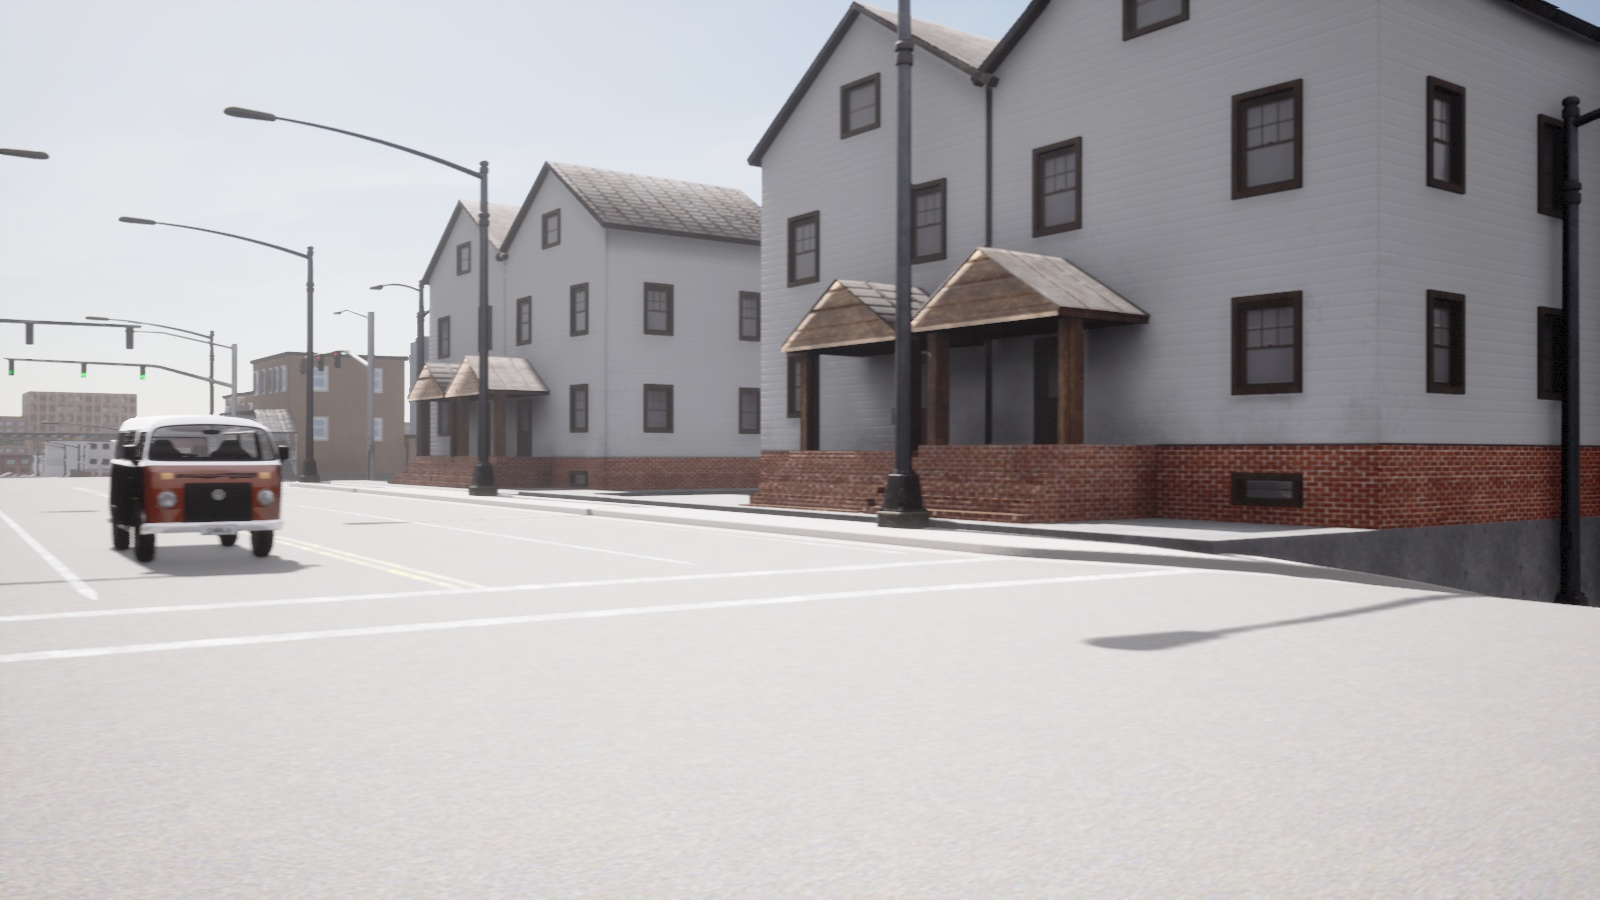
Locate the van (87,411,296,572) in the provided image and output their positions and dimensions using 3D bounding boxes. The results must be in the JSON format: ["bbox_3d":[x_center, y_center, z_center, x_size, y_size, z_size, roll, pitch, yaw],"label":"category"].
[{"bbox_3d":[-8.968,0.532,18.287,2.069,2.038,4.480,0,0,-35],"label":"van"}]
